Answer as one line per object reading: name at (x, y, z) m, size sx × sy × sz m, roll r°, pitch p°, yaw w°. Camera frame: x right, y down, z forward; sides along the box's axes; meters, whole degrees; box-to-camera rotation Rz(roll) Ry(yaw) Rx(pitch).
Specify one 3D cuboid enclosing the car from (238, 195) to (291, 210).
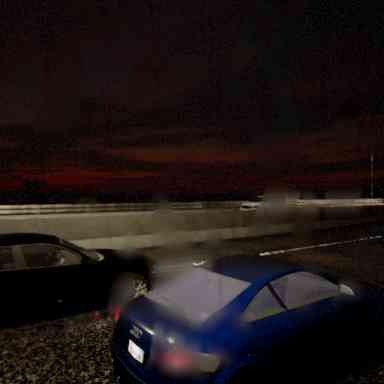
car at (6.830, 1.307, 30.369) m, size 5.566 × 2.045 × 2.150 m, roll 0°, pitch 0°, yaw -36°

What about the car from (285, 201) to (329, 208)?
car at (10.498, 1.693, 28.686) m, size 4.718 × 1.301 × 1.895 m, roll 0°, pitch 0°, yaw -35°

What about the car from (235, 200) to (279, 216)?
car at (6.835, 1.619, 34.656) m, size 4.674 × 1.442 × 1.812 m, roll 0°, pitch 0°, yaw -36°

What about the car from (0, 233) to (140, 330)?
car at (-2.913, 1.481, 5.969) m, size 5.008 × 1.535 × 1.882 m, roll 1°, pitch 0°, yaw -36°

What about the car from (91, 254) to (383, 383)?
car at (1.067, 1.577, 4.509) m, size 4.181 × 1.385 × 1.994 m, roll 0°, pitch 0°, yaw -36°
